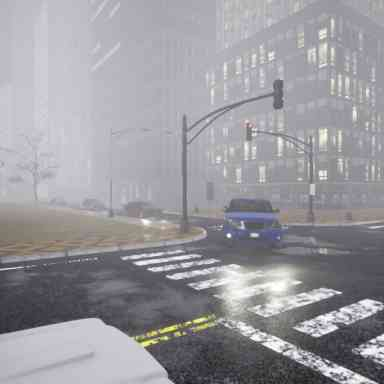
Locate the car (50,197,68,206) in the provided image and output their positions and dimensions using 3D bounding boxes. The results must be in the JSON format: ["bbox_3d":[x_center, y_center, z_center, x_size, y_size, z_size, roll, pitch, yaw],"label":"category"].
[{"bbox_3d":[-21.776,1.559,54.214,2.033,1.411,5.357,0,0,-35],"label":"car"}]

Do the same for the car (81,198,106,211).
[{"bbox_3d":[-11.993,1.510,40.199,1.837,1.490,4.892,0,0,-35],"label":"car"}]

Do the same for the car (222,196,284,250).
[{"bbox_3d":[2.579,1.229,14.840,2.150,2.045,5.566,2,0,6],"label":"car"}]

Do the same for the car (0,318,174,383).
[{"bbox_3d":[-2.297,1.601,1.804,4.718,1.301,1.895,0,0,-36],"label":"car"}]

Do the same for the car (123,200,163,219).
[{"bbox_3d":[-4.413,1.483,29.456,1.882,1.535,5.008,0,0,-35],"label":"car"}]
